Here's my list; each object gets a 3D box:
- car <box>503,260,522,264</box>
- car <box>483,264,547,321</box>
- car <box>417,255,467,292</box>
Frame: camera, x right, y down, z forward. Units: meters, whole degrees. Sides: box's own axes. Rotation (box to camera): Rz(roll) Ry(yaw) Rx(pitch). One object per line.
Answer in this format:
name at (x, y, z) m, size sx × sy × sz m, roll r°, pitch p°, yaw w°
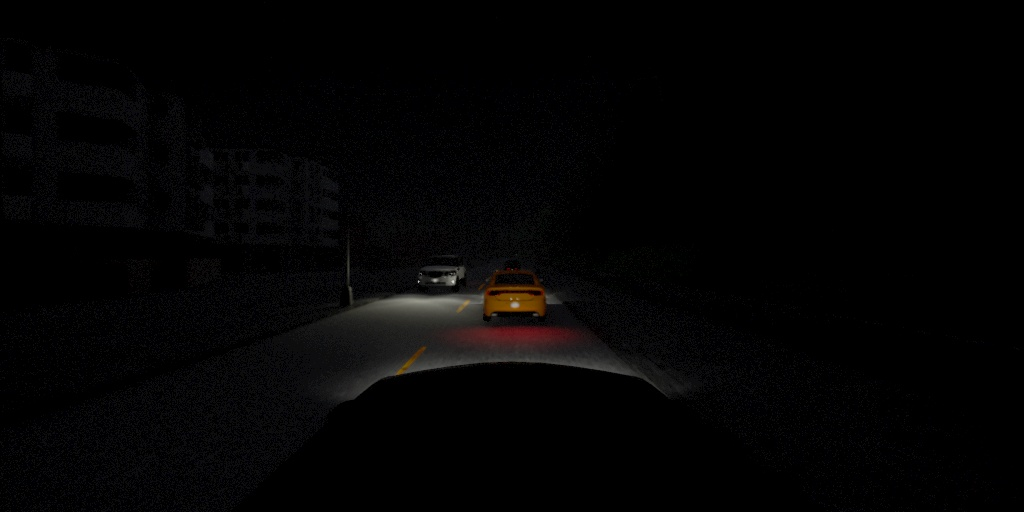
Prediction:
car at (0.037, 1.199, 41.601) m, size 1.837 × 1.490 × 4.892 m, roll 0°, pitch 1°, yaw 0°
car at (0.083, 1.212, 12.454) m, size 1.882 × 1.535 × 5.008 m, roll 0°, pitch 0°, yaw 0°
car at (-4.034, 0.931, 21.561) m, size 2.150 × 2.045 × 5.566 m, roll 0°, pitch 0°, yaw 0°
